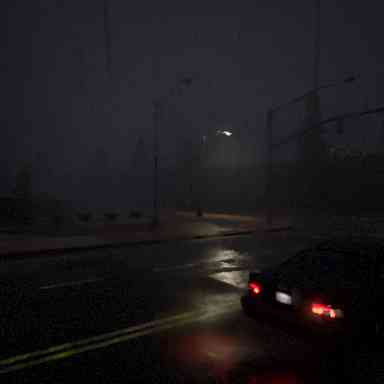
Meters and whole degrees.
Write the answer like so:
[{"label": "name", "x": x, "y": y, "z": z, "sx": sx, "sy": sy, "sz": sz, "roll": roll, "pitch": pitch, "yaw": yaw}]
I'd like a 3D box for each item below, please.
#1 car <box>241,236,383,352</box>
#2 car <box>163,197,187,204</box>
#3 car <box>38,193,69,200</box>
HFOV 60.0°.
[{"label": "car", "x": 3.363, "y": 1.569, "z": 6.191, "sx": 5.357, "sy": 1.411, "sz": 2.033, "roll": 0, "pitch": 0, "yaw": -35}, {"label": "car", "x": -3.002, "y": 1.629, "z": 61.721, "sx": 4.718, "sy": 1.301, "sz": 1.895, "roll": -3, "pitch": 1, "yaw": 27}, {"label": "car", "x": -23.080, "y": 1.266, "z": 55.325, "sx": 5.566, "sy": 2.045, "sz": 2.150, "roll": 0, "pitch": -1, "yaw": 22}]
